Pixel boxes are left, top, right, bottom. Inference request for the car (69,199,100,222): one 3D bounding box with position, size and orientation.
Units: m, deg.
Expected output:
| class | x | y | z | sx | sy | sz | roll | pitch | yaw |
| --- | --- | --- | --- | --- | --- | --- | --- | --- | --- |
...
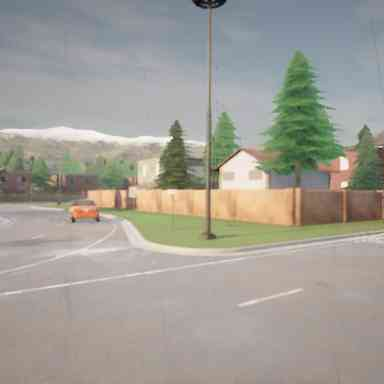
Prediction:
| class | x | y | z | sx | sy | sz | roll | pitch | yaw |
| --- | --- | --- | --- | --- | --- | --- | --- | --- | --- |
| car | -8.909 | 1.429 | 27.394 | 2.097 | 1.767 | 4.553 | 0 | 0 | -23 |
